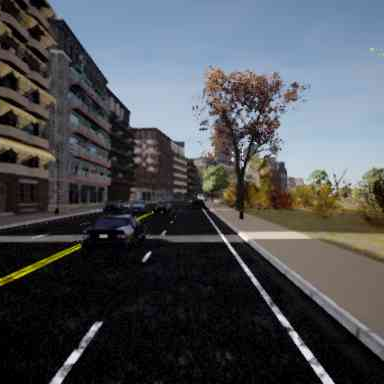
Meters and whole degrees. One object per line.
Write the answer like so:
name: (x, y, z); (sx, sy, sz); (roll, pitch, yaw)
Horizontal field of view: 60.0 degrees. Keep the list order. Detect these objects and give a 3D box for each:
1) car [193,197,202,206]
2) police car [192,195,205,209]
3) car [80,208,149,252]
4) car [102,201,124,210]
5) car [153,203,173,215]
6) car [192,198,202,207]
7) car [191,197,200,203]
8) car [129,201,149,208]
car: (1.097, 1.918, 68.696); (1.801, 1.575, 5.366); (0, 0, 1)
police car: (0.975, 1.776, 52.755); (1.930, 1.638, 5.238); (0, 0, 0)
car: (-3.150, 1.641, 14.358); (2.033, 1.411, 5.357); (0, 0, 0)
car: (-9.826, 1.840, 41.750); (1.994, 1.385, 4.181); (0, 0, 0)
car: (-3.149, 1.845, 37.130); (1.895, 1.301, 4.718); (0, 0, 0)
car: (0.996, 1.877, 62.779); (1.801, 1.575, 5.366); (0, 0, 1)
car: (0.955, 1.984, 87.162); (1.837, 1.490, 4.892); (0, 0, 4)
car: (-6.578, 1.822, 41.601); (2.033, 1.411, 5.357); (0, 0, 0)
